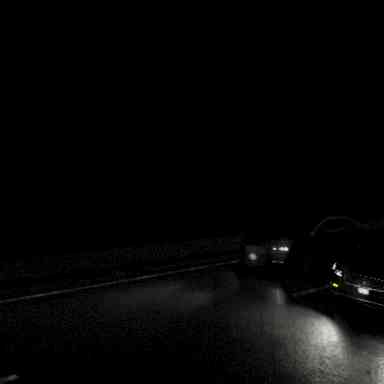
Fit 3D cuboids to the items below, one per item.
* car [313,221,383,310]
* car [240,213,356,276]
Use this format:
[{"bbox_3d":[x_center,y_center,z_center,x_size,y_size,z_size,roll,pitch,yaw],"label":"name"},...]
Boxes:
[{"bbox_3d":[4.942,1.443,7.146,4.892,1.490,1.837,0,0,-35],"label":"car"},{"bbox_3d":[3.610,1.423,10.184,4.902,1.511,2.128,0,0,-35],"label":"car"}]
